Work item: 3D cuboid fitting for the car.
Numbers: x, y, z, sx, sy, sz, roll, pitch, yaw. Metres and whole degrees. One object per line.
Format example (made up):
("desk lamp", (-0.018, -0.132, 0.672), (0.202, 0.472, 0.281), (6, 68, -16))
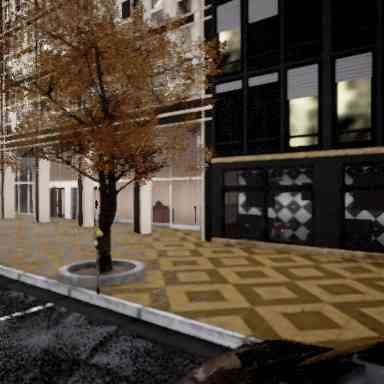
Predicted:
("car", (1.684, 1.548, 1.680), (4.313, 1.339, 1.947), (1, 0, 36))
